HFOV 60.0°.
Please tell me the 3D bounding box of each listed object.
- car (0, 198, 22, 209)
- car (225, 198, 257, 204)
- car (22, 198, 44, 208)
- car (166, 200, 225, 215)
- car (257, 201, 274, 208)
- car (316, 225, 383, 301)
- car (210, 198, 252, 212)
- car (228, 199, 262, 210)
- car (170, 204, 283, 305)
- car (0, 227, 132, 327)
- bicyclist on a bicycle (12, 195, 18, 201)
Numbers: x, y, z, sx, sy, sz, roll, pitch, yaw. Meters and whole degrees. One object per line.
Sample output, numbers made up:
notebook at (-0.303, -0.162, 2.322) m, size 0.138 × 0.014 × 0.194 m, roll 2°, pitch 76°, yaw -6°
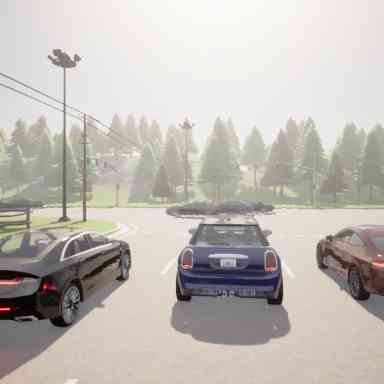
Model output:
car at (-25.234, 1.603, 43.196) m, size 4.718 × 1.301 × 1.895 m, roll 0°, pitch 0°, yaw 7°
car at (3.673, 1.527, 32.538) m, size 4.674 × 1.442 × 1.812 m, roll 0°, pitch 0°, yaw 7°
car at (-23.630, 1.549, 46.524) m, size 5.357 × 1.411 × 2.033 m, roll 0°, pitch 0°, yaw 7°
car at (0.164, 1.493, 29.449) m, size 4.902 × 1.511 × 2.128 m, roll 0°, pitch 0°, yaw 7°
car at (6.361, 1.603, 35.729) m, size 4.718 × 1.301 × 1.895 m, roll 0°, pitch 0°, yaw 7°
car at (4.438, 1.526, 8.121) m, size 1.812 × 1.442 × 4.674 m, roll 0°, pitch 0°, yaw 7°
car at (4.630, 1.494, 39.472) m, size 4.902 × 1.511 × 2.128 m, roll 0°, pitch 0°, yaw 7°
car at (6.775, 1.566, 42.733) m, size 4.181 × 1.385 × 1.994 m, roll 0°, pitch 0°, yaw 7°
car at (0.939, 1.352, 8.355) m, size 2.097 × 1.767 × 4.553 m, roll 0°, pitch 0°, yaw 7°
car at (-2.743, 1.492, 7.070) m, size 2.128 × 1.511 × 4.902 m, roll 0°, pitch 0°, yaw 7°
bicyclist on a bicycle at (-27.081, 1.305, 50.949) m, size 0.582 × 1.620 × 1.656 m, roll 0°, pitch 0°, yaw 7°
